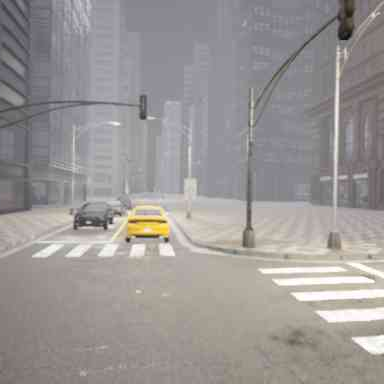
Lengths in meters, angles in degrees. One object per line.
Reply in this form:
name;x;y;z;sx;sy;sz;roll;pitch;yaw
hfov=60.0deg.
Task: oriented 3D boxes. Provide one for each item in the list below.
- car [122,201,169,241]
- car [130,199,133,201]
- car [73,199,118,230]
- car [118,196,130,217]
car;-2.137;1.419;16.249;1.882;1.535;5.008;1;0;-7
car;-8.281;1.306;40.359;1.837;1.490;4.892;1;0;-7
car;-5.848;1.345;20.264;1.882;1.535;5.008;1;0;-7
car;-7.043;1.382;30.100;2.033;1.411;5.357;1;0;-7
